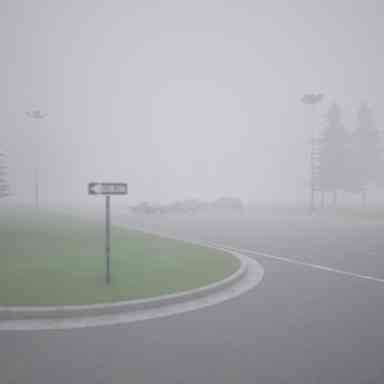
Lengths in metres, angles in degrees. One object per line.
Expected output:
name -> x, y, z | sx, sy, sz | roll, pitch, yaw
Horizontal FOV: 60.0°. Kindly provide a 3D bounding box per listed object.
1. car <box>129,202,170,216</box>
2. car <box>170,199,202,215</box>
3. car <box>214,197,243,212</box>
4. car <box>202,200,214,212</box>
car -> -4.329, 1.581, 32.008 | 1.895, 1.301, 4.718 | 0, 0, -33
car -> -1.403, 1.575, 33.931 | 1.895, 1.301, 4.718 | 0, 0, -33
car -> 3.852, 1.317, 38.679 | 2.097, 1.767, 4.553 | 0, 0, -33
car -> 0.119, 1.495, 37.962 | 1.812, 1.442, 4.674 | 0, 0, -33
